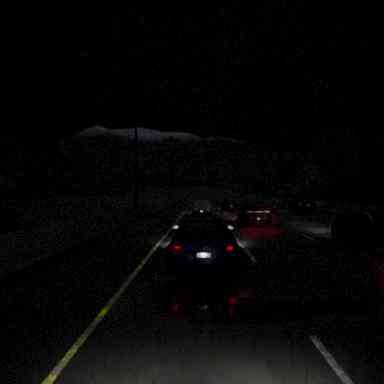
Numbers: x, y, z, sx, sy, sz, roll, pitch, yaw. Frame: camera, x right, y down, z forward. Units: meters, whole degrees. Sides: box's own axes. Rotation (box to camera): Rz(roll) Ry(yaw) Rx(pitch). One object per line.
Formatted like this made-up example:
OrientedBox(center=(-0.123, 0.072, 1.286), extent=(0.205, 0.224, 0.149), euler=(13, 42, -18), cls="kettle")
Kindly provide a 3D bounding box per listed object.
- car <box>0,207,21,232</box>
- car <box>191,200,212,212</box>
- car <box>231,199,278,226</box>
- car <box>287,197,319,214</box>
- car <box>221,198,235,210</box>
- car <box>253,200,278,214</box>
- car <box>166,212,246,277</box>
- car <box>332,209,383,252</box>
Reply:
OrientedBox(center=(-10.196, 1.424, 16.224), extent=(1.812, 1.442, 4.674), euler=(0, 0, 2), cls="car")
OrientedBox(center=(0.919, 1.479, 31.655), extent=(1.812, 1.442, 4.674), euler=(0, 0, 2), cls="car")
OrientedBox(center=(4.188, 1.451, 22.986), extent=(2.128, 1.511, 4.902), euler=(0, 0, 2), cls="car")
OrientedBox(center=(11.507, 1.352, 34.774), extent=(2.097, 1.767, 4.553), euler=(0, 0, 2), cls="car")
OrientedBox(center=(4.679, 1.455, 41.316), extent=(1.882, 1.535, 5.008), euler=(0, 0, 2), cls="car")
OrientedBox(center=(8.060, 1.588, 36.828), extent=(1.895, 1.301, 4.718), euler=(0, 0, 2), cls="car")
OrientedBox(center=(0.342, 1.515, 10.153), extent=(1.994, 1.385, 4.181), euler=(0, 0, 2), cls="car")
OrientedBox(center=(7.440, 1.463, 13.699), extent=(2.128, 1.511, 4.902), euler=(0, 0, 2), cls="car")
